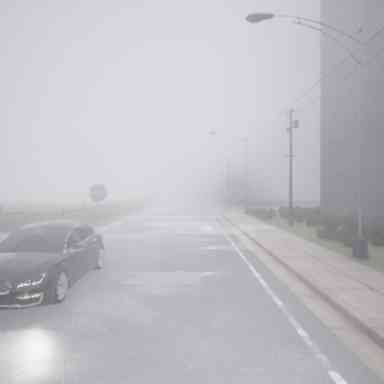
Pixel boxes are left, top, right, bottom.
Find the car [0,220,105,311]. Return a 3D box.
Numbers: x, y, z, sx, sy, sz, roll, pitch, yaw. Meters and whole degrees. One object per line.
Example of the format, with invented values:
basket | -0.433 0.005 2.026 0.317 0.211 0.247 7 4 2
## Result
car | -3.499 1.527 8.126 1.837 1.490 4.892 0 1 0
